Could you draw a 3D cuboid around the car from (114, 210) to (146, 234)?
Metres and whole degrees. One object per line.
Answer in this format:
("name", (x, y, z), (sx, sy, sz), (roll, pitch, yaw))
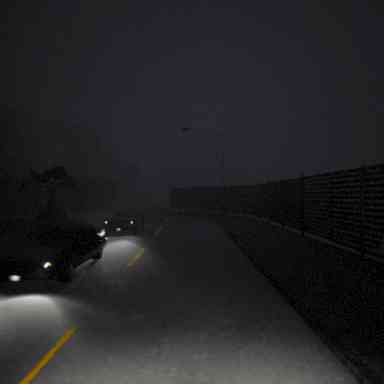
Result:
("car", (-4.091, 1.795, 20.765), (1.895, 1.301, 4.718), (0, -1, 0))

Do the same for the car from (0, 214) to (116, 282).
("car", (-4.104, 1.646, 10.390), (2.033, 1.411, 5.357), (0, -1, 0))
